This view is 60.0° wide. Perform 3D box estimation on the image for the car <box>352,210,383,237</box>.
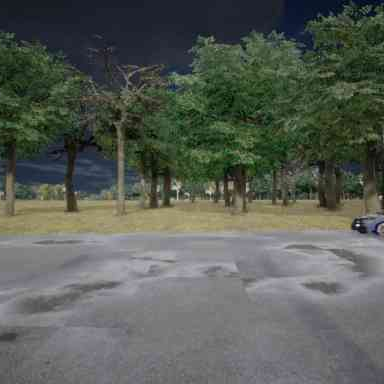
[{"bbox_3d":[10.250,1.446,16.507,4.181,1.385,1.994,-1,-2,2],"label":"car"}]
